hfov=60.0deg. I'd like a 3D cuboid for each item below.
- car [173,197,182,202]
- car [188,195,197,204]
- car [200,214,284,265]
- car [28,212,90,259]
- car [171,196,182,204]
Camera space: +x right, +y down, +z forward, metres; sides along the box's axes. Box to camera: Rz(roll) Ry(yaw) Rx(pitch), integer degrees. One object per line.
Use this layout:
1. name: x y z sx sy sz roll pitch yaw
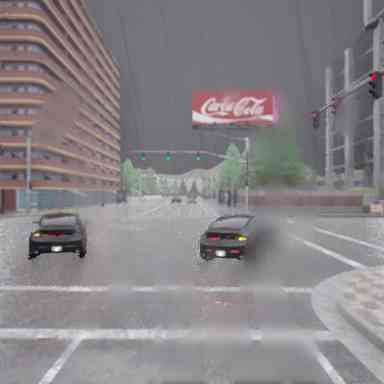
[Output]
1. car: -3.485 1.799 81.284 1.895 1.301 4.718 0 0 -6
2. car: 0.016 1.818 71.621 1.895 1.301 4.718 0 0 0
3. car: 1.903 1.546 11.999 1.837 1.490 4.892 -2 -1 26
4. car: -5.107 1.548 12.919 1.837 1.490 4.892 1 0 -19
5. car: -3.484 1.725 72.178 1.837 1.490 4.892 0 0 0
